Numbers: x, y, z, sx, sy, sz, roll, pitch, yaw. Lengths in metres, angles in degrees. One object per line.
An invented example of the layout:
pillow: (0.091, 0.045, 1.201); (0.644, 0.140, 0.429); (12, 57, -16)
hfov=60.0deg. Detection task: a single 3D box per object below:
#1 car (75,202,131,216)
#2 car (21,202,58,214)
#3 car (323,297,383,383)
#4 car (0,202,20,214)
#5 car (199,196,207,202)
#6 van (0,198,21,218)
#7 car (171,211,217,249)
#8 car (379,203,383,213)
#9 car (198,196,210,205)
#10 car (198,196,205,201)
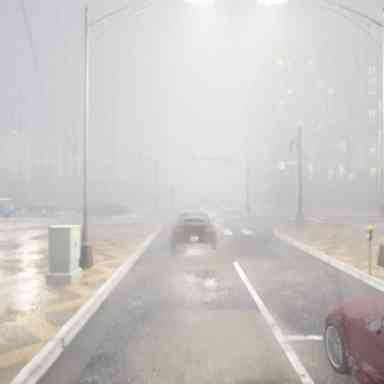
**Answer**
car: (-8.939, 1.697, 33.496); (5.357, 1.411, 2.033); (0, -1, 12)
car: (-17.458, 1.818, 37.891); (4.403, 1.369, 2.008); (-1, -1, 14)
car: (2.576, 1.586, 2.753); (1.802, 1.307, 4.206); (1, 0, 0)
car: (-22.875, 1.859, 39.239); (4.507, 1.381, 1.887); (-1, -1, 14)
car: (2.567, 1.714, 80.018); (1.752, 1.417, 4.829); (1, 0, 0)
van: (-17.833, 1.459, 29.725); (3.998, 1.788, 1.690); (0, -1, 14)
car: (0.066, 1.550, 14.471); (1.812, 1.442, 4.674); (0, 0, 0)
car: (19.544, 1.259, 29.589); (5.009, 1.841, 2.192); (-1, -1, 11)
car: (2.568, 1.702, 63.157); (1.947, 1.339, 4.313); (1, 0, 0)
car: (2.565, 1.792, 90.975); (1.947, 1.339, 4.313); (1, 0, 0)
